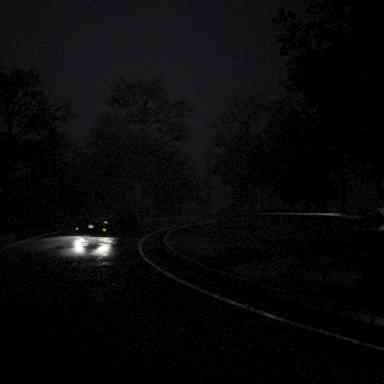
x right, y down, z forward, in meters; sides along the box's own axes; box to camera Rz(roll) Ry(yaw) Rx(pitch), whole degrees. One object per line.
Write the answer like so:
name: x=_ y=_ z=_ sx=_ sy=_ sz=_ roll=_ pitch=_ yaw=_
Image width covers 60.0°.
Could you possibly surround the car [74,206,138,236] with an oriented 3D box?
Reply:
car: x=-4.442 y=1.469 z=17.805 sx=1.994 sy=1.385 sz=4.181 roll=1 pitch=0 yaw=12
